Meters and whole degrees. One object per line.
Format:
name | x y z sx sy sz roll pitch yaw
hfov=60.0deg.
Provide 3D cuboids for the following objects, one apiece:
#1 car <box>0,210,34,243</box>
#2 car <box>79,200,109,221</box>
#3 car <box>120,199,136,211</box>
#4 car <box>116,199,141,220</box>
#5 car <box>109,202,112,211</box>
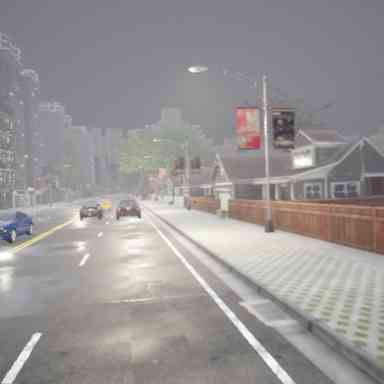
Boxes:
car | -10.052 1.779 17.877 1.882 1.535 5.008 -2 0 -11
car | -9.055 1.711 30.306 2.128 1.511 4.902 -2 0 -11
car | -8.575 1.708 44.700 1.994 1.385 4.181 -2 0 -11
car | -5.735 1.451 30.062 2.097 1.767 4.553 -2 0 -11
car | -11.824 1.740 44.393 1.882 1.535 5.008 -2 0 -11
